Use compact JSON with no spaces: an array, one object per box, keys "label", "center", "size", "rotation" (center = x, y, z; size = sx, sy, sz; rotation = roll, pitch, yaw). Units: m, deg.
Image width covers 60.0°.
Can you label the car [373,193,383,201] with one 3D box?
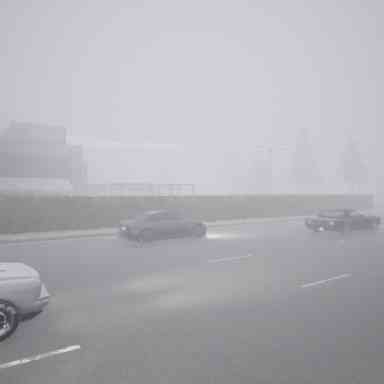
[{"label":"car","center":[45.277,1.225,80.844],"size":[2.150,2.045,5.566],"rotation":[0,0,11]}]

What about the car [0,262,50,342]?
[{"label":"car","center":[-4.651,1.601,4.729],"size":[4.718,1.301,1.895],"rotation":[0,0,-35]}]

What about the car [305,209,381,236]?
[{"label":"car","center":[8.415,1.601,18.333],"size":[4.718,1.301,1.895],"rotation":[0,0,-35]}]

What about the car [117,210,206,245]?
[{"label":"car","center":[-1.362,1.564,15.665],"size":[4.181,1.385,1.994],"rotation":[0,0,-35]}]
